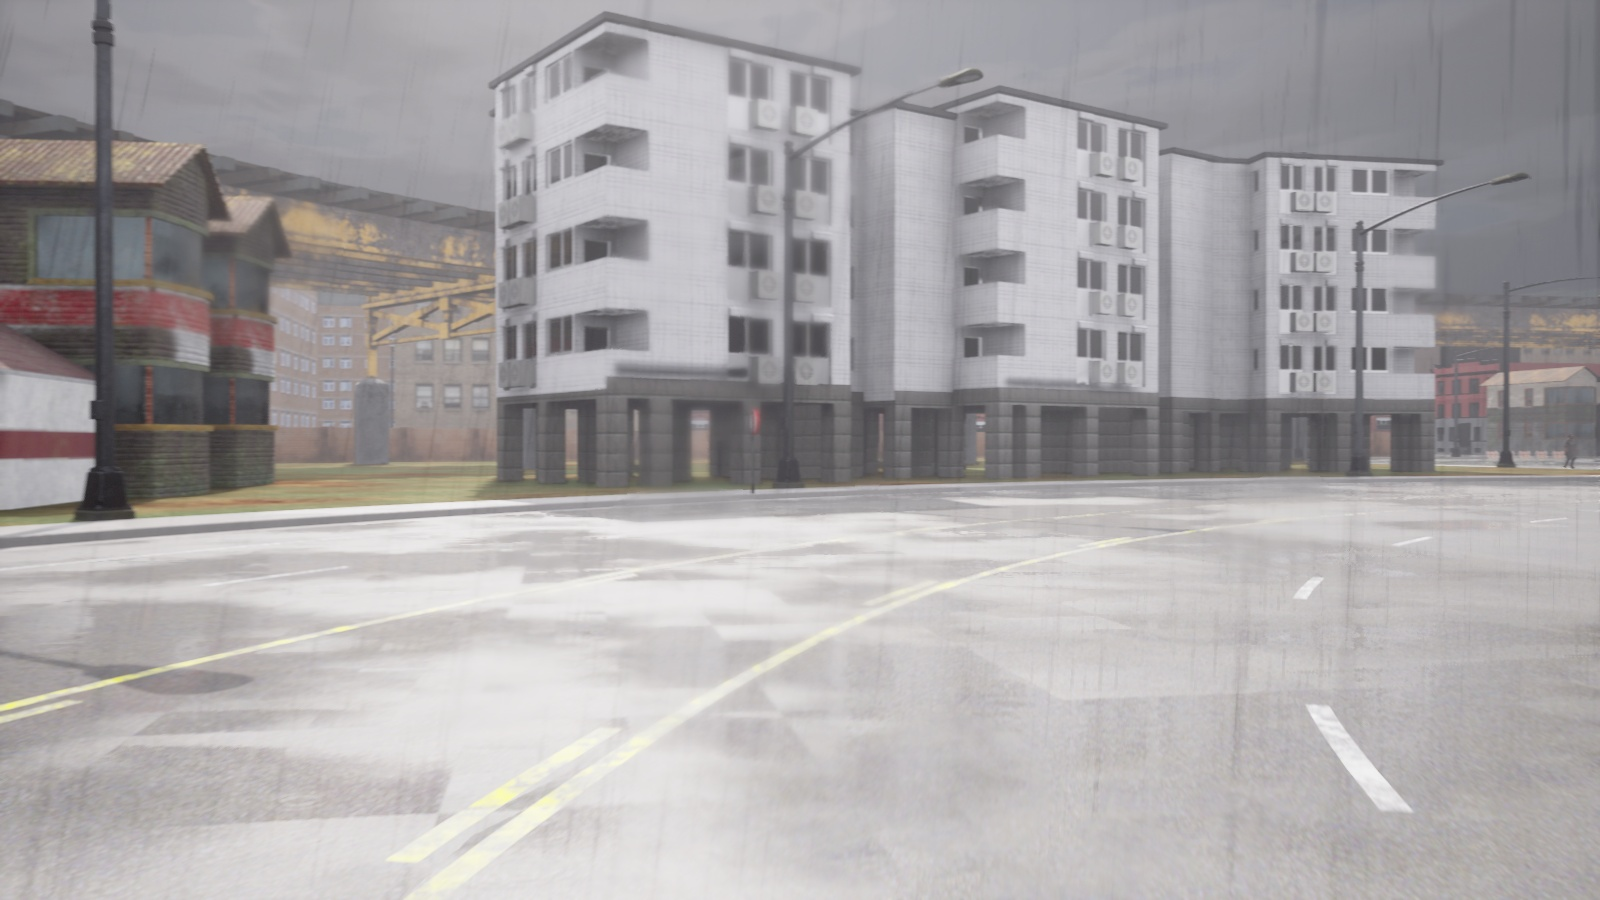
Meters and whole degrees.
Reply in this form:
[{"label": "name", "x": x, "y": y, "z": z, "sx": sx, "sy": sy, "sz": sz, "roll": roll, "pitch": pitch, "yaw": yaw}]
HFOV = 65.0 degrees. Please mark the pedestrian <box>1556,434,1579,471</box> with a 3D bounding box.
[{"label": "pedestrian", "x": 40.628, "y": 0.107, "z": 66.463, "sx": 0.659, "sy": 1.952, "sz": 0.873, "roll": 0, "pitch": 0, "yaw": -1}]
